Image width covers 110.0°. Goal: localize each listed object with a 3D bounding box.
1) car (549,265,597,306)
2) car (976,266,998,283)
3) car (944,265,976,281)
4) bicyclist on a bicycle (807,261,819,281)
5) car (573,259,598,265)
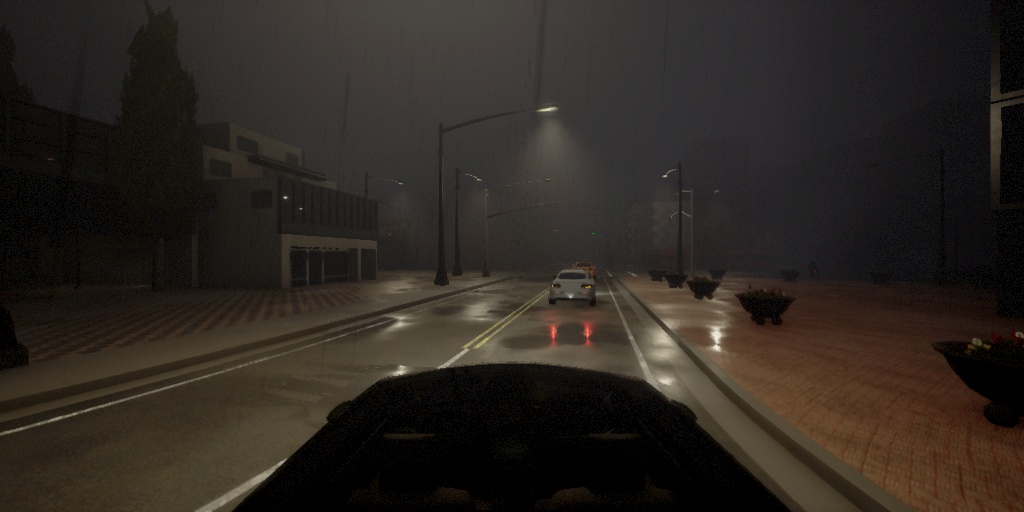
[{"bbox_3d":[2.725,1.282,15.739,1.812,1.442,4.674,0,0,13],"label":"car"},{"bbox_3d":[44.939,1.683,31.301,4.902,1.511,2.128,1,0,13],"label":"car"},{"bbox_3d":[45.698,1.672,34.718,5.008,1.535,1.882,1,0,13],"label":"car"},{"bbox_3d":[24.921,1.214,29.723,0.582,1.620,1.656,1,0,13],"label":"bicyclist on a bicycle"},{"bbox_3d":[6.090,1.234,30.356,1.882,1.535,5.008,0,0,13],"label":"car"}]
